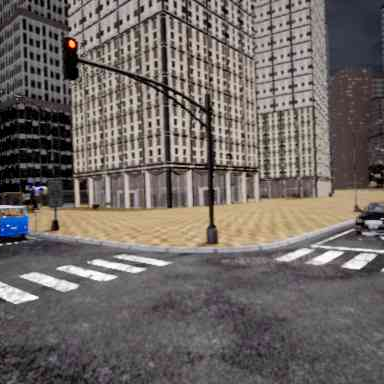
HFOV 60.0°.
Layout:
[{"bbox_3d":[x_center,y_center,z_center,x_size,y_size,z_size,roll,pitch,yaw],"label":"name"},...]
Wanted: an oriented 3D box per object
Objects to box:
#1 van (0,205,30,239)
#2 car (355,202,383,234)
[{"bbox_3d":[-10.270,1.605,17.839,3.998,1.788,1.690,-2,0,41],"label":"van"},{"bbox_3d":[9.669,1.251,16.799,2.128,1.511,4.902,-2,0,40],"label":"car"}]
